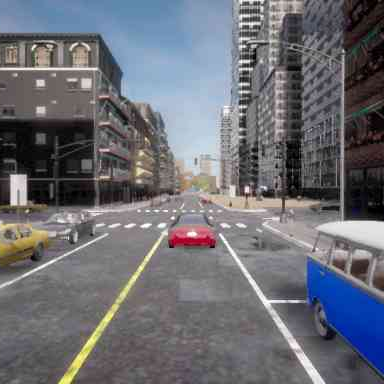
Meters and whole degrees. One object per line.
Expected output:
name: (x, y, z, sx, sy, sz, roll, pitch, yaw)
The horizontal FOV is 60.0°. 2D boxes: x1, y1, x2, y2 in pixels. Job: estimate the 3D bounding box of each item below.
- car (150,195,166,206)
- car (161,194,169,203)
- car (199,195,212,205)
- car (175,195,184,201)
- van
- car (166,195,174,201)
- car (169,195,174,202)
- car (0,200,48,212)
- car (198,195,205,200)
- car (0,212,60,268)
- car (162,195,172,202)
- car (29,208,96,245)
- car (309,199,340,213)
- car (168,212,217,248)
car: (-5.701, 1.542, 53.399, 1.887, 1.381, 4.507, -1, 0, 0)
car: (-5.702, 1.438, 59.048, 1.967, 1.590, 4.097, -1, 0, 0)
car: (2.646, 1.543, 59.105, 1.887, 1.381, 4.507, -1, 0, 0)
car: (-2.999, 1.488, 78.182, 1.994, 1.385, 4.181, 0, 0, 0)
van: (2.676, 1.340, 3.969, 1.690, 1.788, 3.998, -1, 0, 0)
car: (-5.701, 1.590, 87.293, 1.802, 1.307, 4.206, -1, 0, 0)
car: (-5.704, 1.317, 70.347, 2.192, 1.841, 5.009, -1, 0, 0)
car: (-17.884, 1.497, 35.304, 4.829, 1.417, 1.752, 0, 1, 0)
car: (2.646, 1.555, 92.999, 1.887, 1.381, 4.507, -1, 0, 0)
car: (-5.701, 1.523, 9.499, 1.752, 1.417, 4.829, -1, 0, 0)
car: (-5.703, 1.444, 75.994, 1.967, 1.590, 4.097, -1, 0, 0)
car: (-5.701, 1.547, 15.333, 2.008, 1.369, 4.403, -1, 0, 0)
car: (14.674, 1.465, 35.358, 4.313, 1.339, 1.947, 0, 1, 0)
car: (0.001, 1.570, 14.652, 1.994, 1.385, 4.181, 0, 0, 0)
